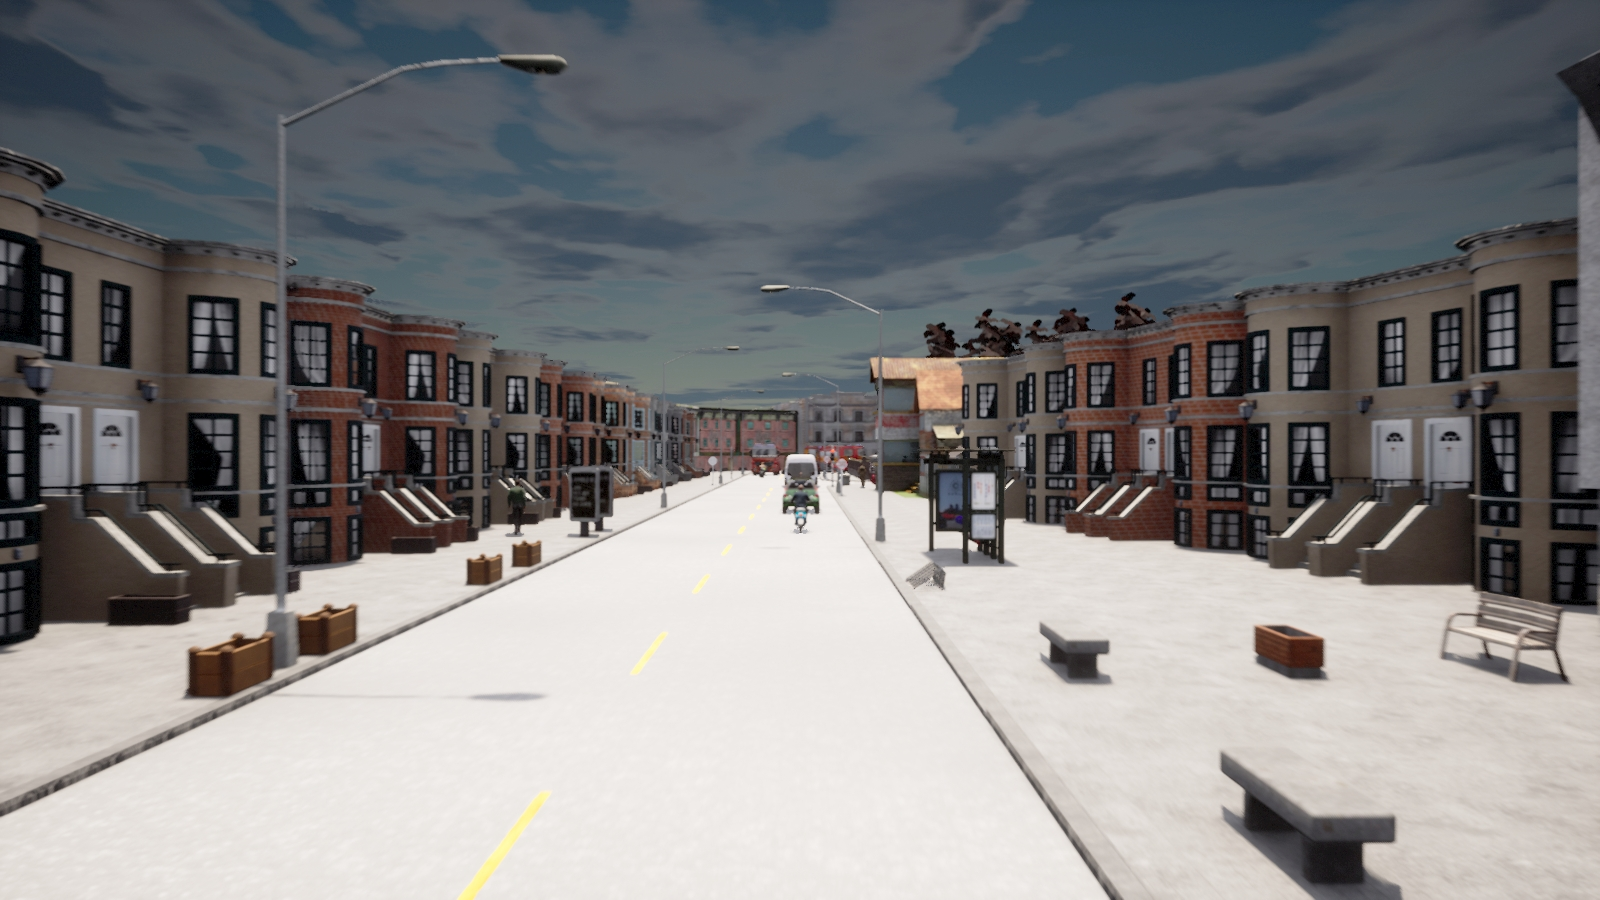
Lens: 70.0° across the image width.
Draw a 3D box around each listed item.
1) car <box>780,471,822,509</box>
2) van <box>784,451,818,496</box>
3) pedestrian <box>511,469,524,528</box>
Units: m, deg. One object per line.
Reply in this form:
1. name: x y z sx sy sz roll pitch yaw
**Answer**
1. car: 0.044 1.817 52.989 1.851 1.617 3.988 0 0 0
2. van: 0.056 1.362 68.220 1.988 2.561 5.915 0 0 0
3. pedestrian: -9.022 1.550 36.505 0.375 1.860 0.375 0 0 -7
